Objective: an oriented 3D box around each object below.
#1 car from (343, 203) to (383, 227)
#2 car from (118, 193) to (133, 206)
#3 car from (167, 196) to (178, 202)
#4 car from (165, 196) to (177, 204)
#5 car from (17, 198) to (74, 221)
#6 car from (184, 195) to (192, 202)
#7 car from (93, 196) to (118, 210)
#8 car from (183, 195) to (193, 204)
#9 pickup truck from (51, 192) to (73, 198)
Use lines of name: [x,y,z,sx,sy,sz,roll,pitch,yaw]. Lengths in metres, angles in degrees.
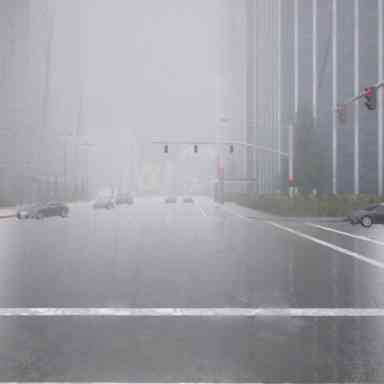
car: [12.618,1.505,22.088,4.892,1.490,1.837,0,0,0]
car: [-11.288,1.223,55.425,2.150,2.045,5.566,0,0,0]
car: [-4.378,1.540,75.261,2.033,1.411,5.357,0,0,-1]
car: [-4.187,1.601,65.000,1.895,1.301,4.718,0,0,0]
car: [-11.981,1.492,27.082,2.128,1.511,4.902,0,0,14]
car: [-0.882,1.387,75.592,1.882,1.535,5.008,0,0,-1]
car: [-11.178,1.525,42.306,1.812,1.442,4.674,0,0,-1]
car: [-0.790,1.526,65.341,1.812,1.442,4.674,0,0,-1]
pickup truck: [-24.365,1.059,60.024,2.390,2.098,6.274,0,0,30]
